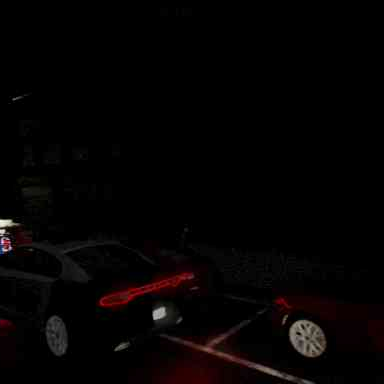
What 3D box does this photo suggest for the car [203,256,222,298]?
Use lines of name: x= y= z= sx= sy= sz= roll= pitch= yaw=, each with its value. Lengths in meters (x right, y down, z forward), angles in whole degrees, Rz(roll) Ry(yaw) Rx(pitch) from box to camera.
car: x=-1.295 y=1.714 z=7.758 sx=4.206 sy=1.307 sz=1.802 roll=-1 pitch=-1 yaw=37

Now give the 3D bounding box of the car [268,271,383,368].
car: x=3.237 y=1.636 z=4.368 sx=4.507 sy=1.381 sz=1.887 roll=-1 pitch=-1 yaw=37

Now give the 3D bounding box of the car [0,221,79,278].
car: x=-5.828 y=1.754 z=11.149 sx=4.206 sy=1.307 sz=1.802 roll=0 pitch=-1 yaw=37

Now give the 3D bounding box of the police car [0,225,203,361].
police car: x=-2.532 y=1.527 z=6.245 sx=5.238 sy=1.638 sz=1.930 roll=-1 pitch=-1 yaw=37
